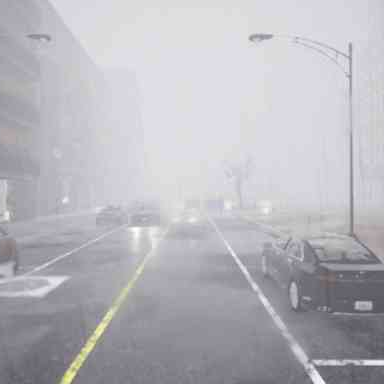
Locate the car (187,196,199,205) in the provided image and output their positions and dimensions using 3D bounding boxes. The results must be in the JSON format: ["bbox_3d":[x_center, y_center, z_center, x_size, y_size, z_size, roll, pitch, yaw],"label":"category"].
[{"bbox_3d":[0.096,1.487,61.541,2.128,1.511,4.902,0,0,0],"label":"car"}]

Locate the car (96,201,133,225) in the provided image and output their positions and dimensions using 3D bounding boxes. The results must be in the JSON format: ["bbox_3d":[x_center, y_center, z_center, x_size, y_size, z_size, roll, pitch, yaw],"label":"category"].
[{"bbox_3d":[-5.681,1.580,24.117,1.802,1.307,4.206,1,0,0],"label":"car"}]

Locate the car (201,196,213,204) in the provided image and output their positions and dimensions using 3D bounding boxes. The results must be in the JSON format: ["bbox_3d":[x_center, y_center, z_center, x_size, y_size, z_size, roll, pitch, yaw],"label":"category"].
[{"bbox_3d":[2.826,1.550,63.106,2.008,1.369,4.403,1,0,0],"label":"car"}]

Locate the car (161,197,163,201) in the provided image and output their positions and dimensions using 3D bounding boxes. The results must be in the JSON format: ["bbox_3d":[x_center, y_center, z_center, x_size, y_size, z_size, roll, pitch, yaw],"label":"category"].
[{"bbox_3d":[-5.811,1.438,55.300,1.967,1.590,4.097,1,0,0],"label":"car"}]

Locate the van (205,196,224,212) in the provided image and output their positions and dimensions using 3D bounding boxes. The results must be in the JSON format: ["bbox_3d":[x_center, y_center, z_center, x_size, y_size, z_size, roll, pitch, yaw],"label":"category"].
[{"bbox_3d":[2.729,1.339,38.645,1.690,1.788,3.998,1,0,0],"label":"van"}]

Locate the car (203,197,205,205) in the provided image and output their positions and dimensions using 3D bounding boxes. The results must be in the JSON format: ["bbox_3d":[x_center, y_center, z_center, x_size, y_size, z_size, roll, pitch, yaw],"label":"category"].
[{"bbox_3d":[2.782,1.543,47.106,1.887,1.381,4.507,1,0,0],"label":"car"}]

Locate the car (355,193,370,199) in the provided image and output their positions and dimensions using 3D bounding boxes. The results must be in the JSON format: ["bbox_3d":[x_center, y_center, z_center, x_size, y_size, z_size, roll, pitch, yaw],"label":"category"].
[{"bbox_3d":[41.334,1.054,79.543,4.097,1.590,1.967,0,0,0],"label":"car"}]

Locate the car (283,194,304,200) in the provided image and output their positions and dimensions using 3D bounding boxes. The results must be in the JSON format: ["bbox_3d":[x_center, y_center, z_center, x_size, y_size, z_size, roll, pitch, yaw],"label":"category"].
[{"bbox_3d":[24.752,1.178,79.660,4.097,1.590,1.967,0,0,0],"label":"car"}]

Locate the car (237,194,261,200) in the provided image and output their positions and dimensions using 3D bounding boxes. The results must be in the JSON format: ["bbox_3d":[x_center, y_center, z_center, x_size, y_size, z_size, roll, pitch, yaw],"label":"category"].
[{"bbox_3d":[13.698,1.404,79.738,4.206,1.307,1.802,0,0,0],"label":"car"}]

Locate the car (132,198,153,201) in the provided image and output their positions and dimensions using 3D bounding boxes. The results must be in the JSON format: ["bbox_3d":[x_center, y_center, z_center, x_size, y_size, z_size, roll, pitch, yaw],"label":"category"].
[{"bbox_3d":[-5.684,1.438,35.257,1.967,1.590,4.097,1,0,0],"label":"car"}]

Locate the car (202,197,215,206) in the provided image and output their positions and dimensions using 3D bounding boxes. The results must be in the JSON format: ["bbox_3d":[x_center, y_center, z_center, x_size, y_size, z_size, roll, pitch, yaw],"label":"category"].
[{"bbox_3d":[2.827,1.549,57.536,2.008,1.369,4.403,1,0,0],"label":"car"}]

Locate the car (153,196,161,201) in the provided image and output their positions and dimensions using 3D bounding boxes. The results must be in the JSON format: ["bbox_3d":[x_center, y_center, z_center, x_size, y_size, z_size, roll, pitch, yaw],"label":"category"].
[{"bbox_3d":[-5.762,1.580,46.396,1.802,1.307,4.206,1,0,0],"label":"car"}]

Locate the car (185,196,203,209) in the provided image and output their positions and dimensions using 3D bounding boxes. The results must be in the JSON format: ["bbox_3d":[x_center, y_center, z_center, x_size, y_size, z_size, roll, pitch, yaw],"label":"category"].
[{"bbox_3d":[0.100,1.476,44.404,1.882,1.535,5.008,0,-1,0],"label":"car"}]

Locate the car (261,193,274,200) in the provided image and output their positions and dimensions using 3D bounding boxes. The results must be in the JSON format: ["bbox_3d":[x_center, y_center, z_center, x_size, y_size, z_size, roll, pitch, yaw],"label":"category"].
[{"bbox_3d":[19.285,1.217,88.080,5.009,1.841,2.192,0,0,0],"label":"car"}]

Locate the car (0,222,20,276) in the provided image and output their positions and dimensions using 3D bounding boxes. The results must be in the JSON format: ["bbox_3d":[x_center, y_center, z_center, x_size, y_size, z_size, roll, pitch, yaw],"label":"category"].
[{"bbox_3d":[-5.678,1.439,7.408,1.967,1.590,4.097,1,0,0],"label":"car"}]

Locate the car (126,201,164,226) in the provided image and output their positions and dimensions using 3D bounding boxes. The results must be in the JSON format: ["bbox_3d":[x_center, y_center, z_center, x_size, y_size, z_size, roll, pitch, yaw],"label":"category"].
[{"bbox_3d":[-3.061,1.563,23.294,1.994,1.385,4.181,0,0,0],"label":"car"}]

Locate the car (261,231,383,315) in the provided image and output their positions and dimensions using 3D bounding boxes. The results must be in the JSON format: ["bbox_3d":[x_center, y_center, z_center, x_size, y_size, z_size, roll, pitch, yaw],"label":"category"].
[{"bbox_3d":[2.701,1.550,7.407,2.008,1.369,4.403,1,0,0],"label":"car"}]

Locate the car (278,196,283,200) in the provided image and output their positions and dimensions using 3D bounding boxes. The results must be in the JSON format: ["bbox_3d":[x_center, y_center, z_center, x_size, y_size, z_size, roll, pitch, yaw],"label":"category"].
[{"bbox_3d":[24.815,1.405,88.039,4.507,1.381,1.887,0,0,0],"label":"car"}]
